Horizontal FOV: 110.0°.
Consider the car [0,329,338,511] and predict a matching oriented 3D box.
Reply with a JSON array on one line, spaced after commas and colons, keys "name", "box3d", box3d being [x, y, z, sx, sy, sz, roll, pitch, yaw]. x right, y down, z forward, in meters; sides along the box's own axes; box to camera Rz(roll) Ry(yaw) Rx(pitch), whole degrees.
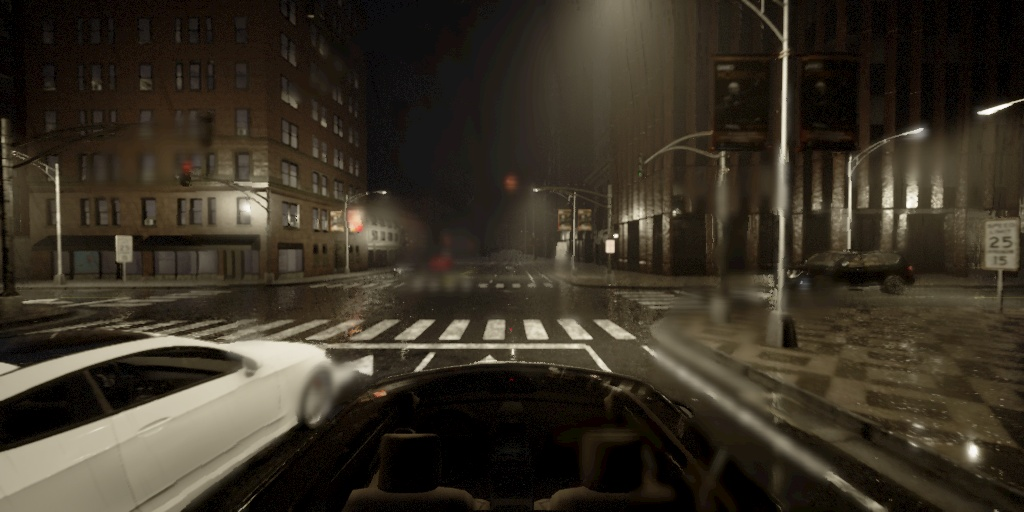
[{"name": "car", "box3d": [-3.156, 1.272, 2.613, 1.812, 1.442, 4.674, 0, 0, 2]}]

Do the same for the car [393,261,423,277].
[{"name": "car", "box3d": [-9.773, 1.164, 34.078, 1.812, 1.442, 4.674, 0, 0, 0]}]

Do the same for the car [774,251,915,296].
[{"name": "car", "box3d": [16.039, 0.809, 17.452, 5.566, 2.045, 2.150, 0, 1, 1]}]

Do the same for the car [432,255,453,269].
[{"name": "car", "box3d": [-9.717, 0.804, 50.643, 2.150, 2.045, 5.566, 0, 0, 0]}]
